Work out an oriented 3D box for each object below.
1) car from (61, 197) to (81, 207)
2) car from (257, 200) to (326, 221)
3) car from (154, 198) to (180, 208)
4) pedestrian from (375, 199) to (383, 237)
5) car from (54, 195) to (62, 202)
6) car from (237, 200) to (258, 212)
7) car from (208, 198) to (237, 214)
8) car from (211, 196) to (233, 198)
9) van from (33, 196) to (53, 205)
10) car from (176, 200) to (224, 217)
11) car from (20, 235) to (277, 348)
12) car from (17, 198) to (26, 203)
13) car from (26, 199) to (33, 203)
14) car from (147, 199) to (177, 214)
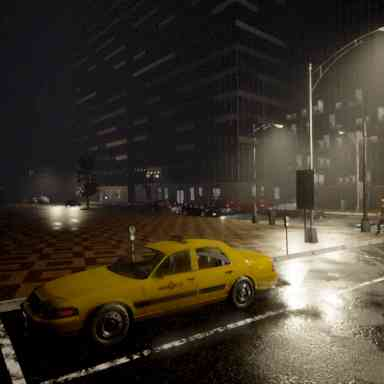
[{"bbox_3d":[-21.357,1.999,59.502,1.802,1.307,4.206,-2,1,-41],"label":"car"},{"bbox_3d":[8.625,1.667,28.705,2.033,1.411,5.357,-2,1,-41],"label":"car"},{"bbox_3d":[-3.930,1.714,52.131,1.947,1.339,4.313,-2,1,-41],"label":"car"},{"bbox_3d":[8.513,1.139,14.764,0.375,1.860,0.375,-1,0,-35],"label":"pedestrian"},{"bbox_3d":[-33.453,1.942,86.355,1.887,1.381,4.507,-2,1,-41],"label":"car"},{"bbox_3d":[7.142,1.633,39.297,1.802,1.307,4.206,-2,1,-41],"label":"car"},{"bbox_3d":[2.192,1.681,36.166,1.837,1.490,4.892,-2,1,-41],"label":"car"},{"bbox_3d":[3.444,1.399,43.569,2.192,1.841,5.009,-2,1,-41],"label":"car"},{"bbox_3d":[-32.415,1.851,72.315,1.690,1.788,3.998,-2,1,-41],"label":"van"},{"bbox_3d":[0.747,1.791,33.867,1.947,1.339,4.313,-2,1,-41],"label":"car"},{"bbox_3d":[-0.478,1.524,6.235,4.829,1.417,1.752,0,-1,-35],"label":"car"},{"bbox_3d":[-43.353,2.125,85.005,1.752,1.417,4.829,-2,1,-41],"label":"car"},{"bbox_3d":[-35.985,2.065,76.461,1.752,1.417,4.829,-2,1,-41],"label":"car"},{"bbox_3d":[-2.940,1.698,38.138,1.967,1.590,4.097,-2,1,-41],"label":"car"}]
